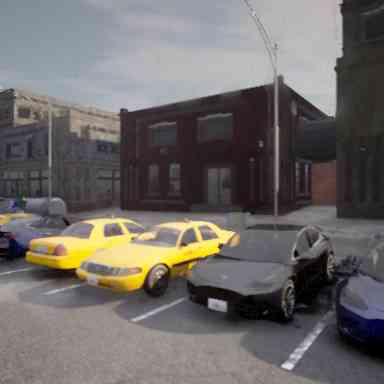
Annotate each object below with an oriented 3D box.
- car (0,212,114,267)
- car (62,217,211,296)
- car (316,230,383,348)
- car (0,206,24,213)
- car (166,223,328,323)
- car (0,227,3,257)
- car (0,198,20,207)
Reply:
[{"bbox_3d":[-4.885,1.571,12.471,2.163,1.488,4.792,0,0,35],"label":"car"},{"bbox_3d":[-0.514,1.505,9.095,1.946,1.575,5.366,0,0,36],"label":"car"},{"bbox_3d":[4.064,1.509,6.019,2.163,1.488,4.792,0,0,36],"label":"car"},{"bbox_3d":[-7.043,1.556,14.197,1.946,1.575,5.366,-1,0,35],"label":"car"},{"bbox_3d":[1.822,1.523,7.620,2.163,1.488,4.792,0,0,36],"label":"car"},{"bbox_3d":[-7.280,1.607,8.566,5.357,1.411,2.033,0,0,35],"label":"car"},{"bbox_3d":[-11.661,1.349,17.217,2.435,2.045,5.566,-1,0,35],"label":"car"}]
